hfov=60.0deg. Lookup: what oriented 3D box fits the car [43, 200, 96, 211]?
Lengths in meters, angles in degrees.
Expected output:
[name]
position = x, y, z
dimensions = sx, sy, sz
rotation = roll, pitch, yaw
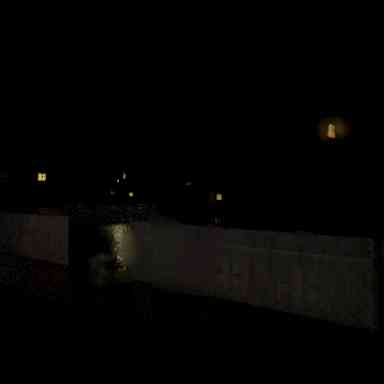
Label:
[car]
position = -12.382, 1.549, 34.085
dimensions = 2.033, 1.411, 5.357
rotation = 4, 2, 41
